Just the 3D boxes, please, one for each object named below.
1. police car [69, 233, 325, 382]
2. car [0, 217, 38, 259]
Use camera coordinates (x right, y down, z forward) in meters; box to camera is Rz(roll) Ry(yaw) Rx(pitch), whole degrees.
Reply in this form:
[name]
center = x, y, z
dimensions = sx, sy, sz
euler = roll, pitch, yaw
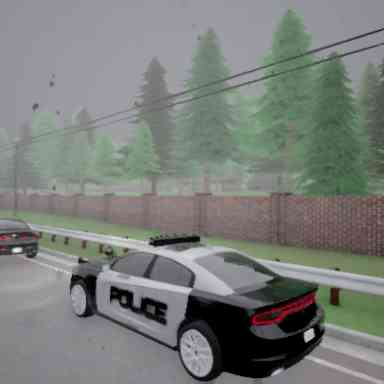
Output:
[police car]
center = -0.420, 1.571, 5.905
dimensions = 5.238, 1.638, 1.930
euler = 0, -2, 44
[car]
center = -7.557, 1.711, 12.750
dimensions = 4.892, 1.490, 1.837
euler = 0, -2, 44
